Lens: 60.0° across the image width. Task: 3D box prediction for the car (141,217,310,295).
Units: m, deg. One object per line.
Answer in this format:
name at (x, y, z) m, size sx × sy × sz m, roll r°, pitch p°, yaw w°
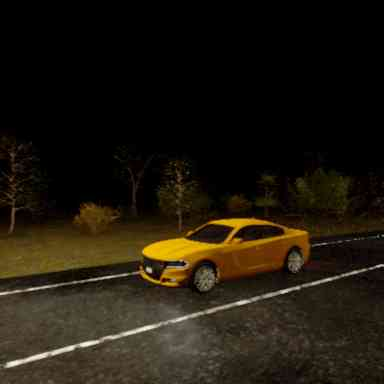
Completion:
car at (1.071, 1.475, 8.916) m, size 5.008 × 1.535 × 1.882 m, roll 0°, pitch 0°, yaw -35°
